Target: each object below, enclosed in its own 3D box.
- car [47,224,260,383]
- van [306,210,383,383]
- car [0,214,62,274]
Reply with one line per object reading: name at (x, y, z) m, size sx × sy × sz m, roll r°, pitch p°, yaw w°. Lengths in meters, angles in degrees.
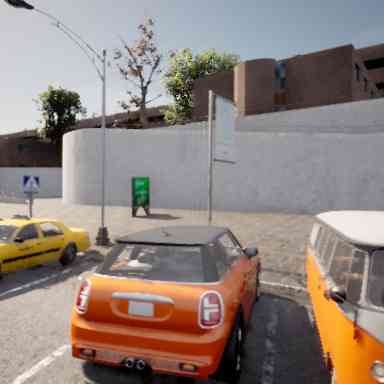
car at (-0.004, 1.345, 5.767) m, size 2.185 × 1.767 × 4.553 m, roll 0°, pitch 0°, yaw 15°
van at (2.416, 1.264, 3.946) m, size 1.878 × 1.987 × 4.442 m, roll 1°, pitch 0°, yaw 16°
car at (-4.900, 1.420, 9.081) m, size 1.946 × 1.575 × 5.366 m, roll 1°, pitch 0°, yaw 16°
